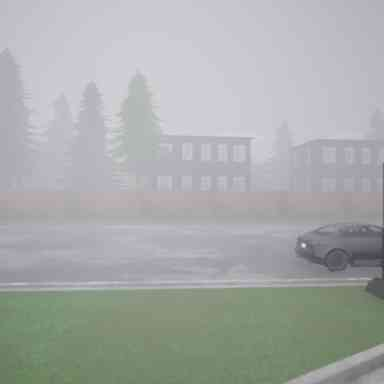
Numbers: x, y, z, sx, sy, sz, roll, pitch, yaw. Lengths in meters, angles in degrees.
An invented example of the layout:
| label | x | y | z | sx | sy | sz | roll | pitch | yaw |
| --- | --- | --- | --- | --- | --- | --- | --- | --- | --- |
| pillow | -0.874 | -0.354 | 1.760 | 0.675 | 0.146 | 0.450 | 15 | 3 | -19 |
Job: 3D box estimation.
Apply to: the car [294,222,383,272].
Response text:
| label | x | y | z | sx | sy | sz | roll | pitch | yaw |
| --- | --- | --- | --- | --- | --- | --- | --- | --- | --- |
| car | 5.520 | 1.675 | 10.726 | 4.181 | 1.385 | 1.994 | 1 | 0 | -6 |
